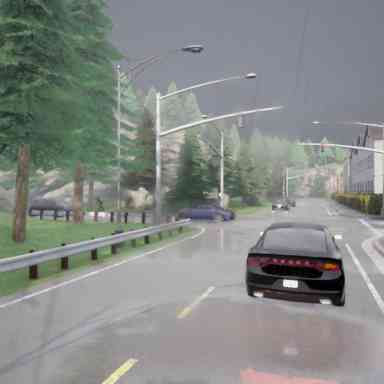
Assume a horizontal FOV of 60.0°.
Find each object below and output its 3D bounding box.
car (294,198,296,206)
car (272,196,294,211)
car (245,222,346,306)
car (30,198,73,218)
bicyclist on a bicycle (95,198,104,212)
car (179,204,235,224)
[{"bbox_3d":[14.616,1.352,50.718,2.097,1.767,4.553,0,0,21],"label":"car"},{"bbox_3d":[11.165,1.491,41.555,2.128,1.511,4.902,0,0,21],"label":"car"},{"bbox_3d":[2.621,1.478,8.224,1.882,1.535,5.008,0,0,21],"label":"car"},{"bbox_3d":[-12.234,1.366,29.869,4.553,1.767,2.097,0,0,20],"label":"car"},{"bbox_3d":[-10.205,1.417,36.637,0.582,1.620,1.656,-2,5,20],"label":"bicyclist on a bicycle"},{"bbox_3d":[1.104,1.573,24.971,4.181,1.385,1.994,0,0,20],"label":"car"}]
